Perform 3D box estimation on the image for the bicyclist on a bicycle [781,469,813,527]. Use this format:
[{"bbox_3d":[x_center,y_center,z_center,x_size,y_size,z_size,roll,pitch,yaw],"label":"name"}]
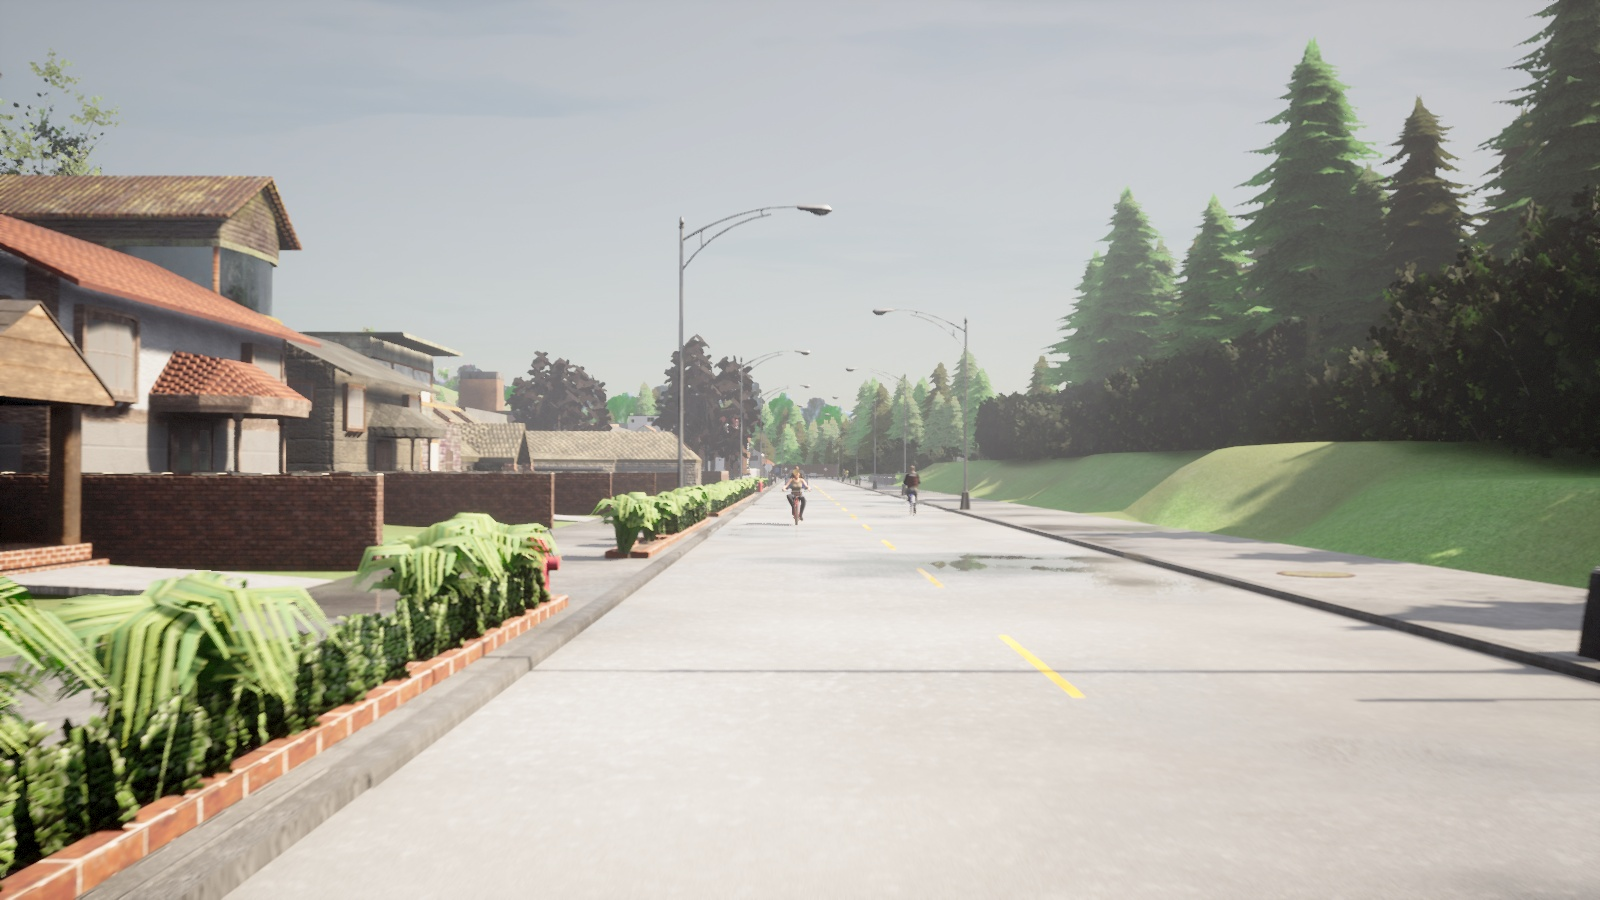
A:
[{"bbox_3d":[-0.087,1.352,35.878,0.866,1.612,1.509,0,-1,0],"label":"bicyclist on a bicycle"}]
